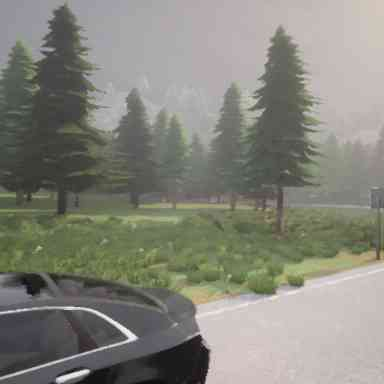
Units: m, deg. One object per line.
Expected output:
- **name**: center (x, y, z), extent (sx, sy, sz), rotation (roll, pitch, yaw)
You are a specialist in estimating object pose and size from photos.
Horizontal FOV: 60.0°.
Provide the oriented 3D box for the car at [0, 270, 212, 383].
- **car**: center (-2.092, 1.500, 2.496), extent (4.892, 1.490, 1.837), rotation (1, -1, -35)
